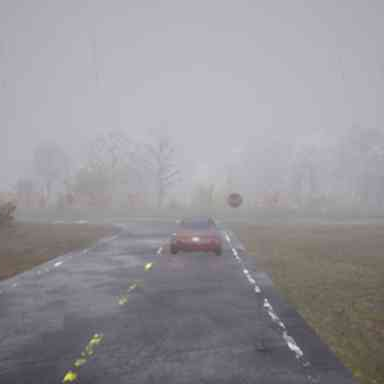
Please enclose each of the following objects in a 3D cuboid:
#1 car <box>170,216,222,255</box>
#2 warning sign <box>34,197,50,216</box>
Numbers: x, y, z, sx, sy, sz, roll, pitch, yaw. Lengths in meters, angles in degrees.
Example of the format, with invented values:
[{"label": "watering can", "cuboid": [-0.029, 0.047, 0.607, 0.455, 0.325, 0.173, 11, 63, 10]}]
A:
[{"label": "car", "cuboid": [0.215, 1.696, 14.000, 1.994, 1.385, 4.181, 0, -1, 2]}, {"label": "warning sign", "cuboid": [-15.253, 1.457, 33.879, 1.060, 1.860, 1.300, 0, -1, 2]}]
